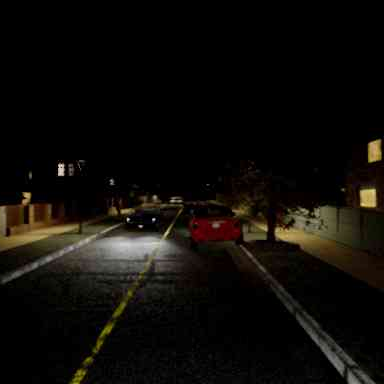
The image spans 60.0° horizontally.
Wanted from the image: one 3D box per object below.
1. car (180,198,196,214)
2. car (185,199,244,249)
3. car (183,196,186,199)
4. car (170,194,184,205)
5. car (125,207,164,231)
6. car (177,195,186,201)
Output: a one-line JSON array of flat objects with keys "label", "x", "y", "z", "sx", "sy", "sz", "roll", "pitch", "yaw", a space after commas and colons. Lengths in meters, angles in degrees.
[{"label": "car", "x": 0.015, "y": 1.636, "z": 36.253, "sx": 1.895, "sy": 1.301, "sz": 4.718, "roll": 0, "pitch": 0, "yaw": 0}, {"label": "car", "x": 0.913, "y": 1.309, "z": 14.702, "sx": 2.097, "sy": 1.767, "sz": 4.553, "roll": -3, "pitch": -1, "yaw": 0}, {"label": "car", "x": -0.009, "y": 1.582, "z": 47.489, "sx": 1.812, "sy": 1.442, "sz": 4.674, "roll": 0, "pitch": 0, "yaw": 1}, {"label": "car", "x": -2.811, "y": 1.319, "z": 62.549, "sx": 2.150, "sy": 2.045, "sz": 5.566, "roll": 0, "pitch": 0, "yaw": 1}, {"label": "car", "x": -2.862, "y": 1.616, "z": 20.793, "sx": 1.895, "sy": 1.301, "sz": 4.718, "roll": 0, "pitch": 0, "yaw": 0}, {"label": "car", "x": -2.801, "y": 1.577, "z": 89.827, "sx": 2.097, "sy": 1.767, "sz": 4.553, "roll": 0, "pitch": 0, "yaw": 0}]
